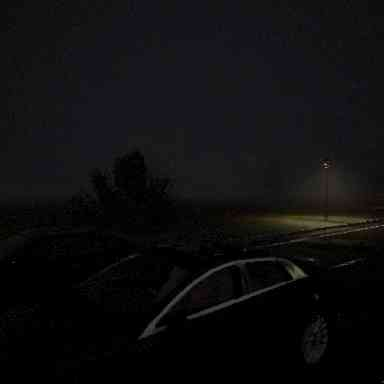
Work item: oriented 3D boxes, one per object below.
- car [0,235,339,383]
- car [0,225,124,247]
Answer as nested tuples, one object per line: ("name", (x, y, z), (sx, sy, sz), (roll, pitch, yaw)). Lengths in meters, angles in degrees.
("car", (-0.111, 1.412, 3.931), (4.902, 1.511, 2.128), (0, 1, -40))
("car", (-2.712, 1.382, 5.998), (4.674, 1.442, 1.812), (0, 1, -39))
